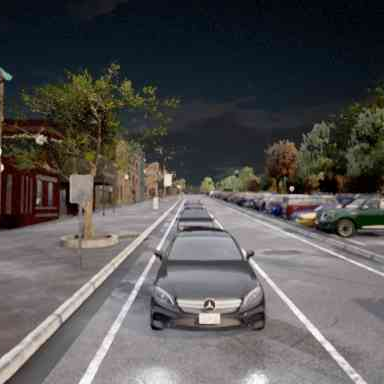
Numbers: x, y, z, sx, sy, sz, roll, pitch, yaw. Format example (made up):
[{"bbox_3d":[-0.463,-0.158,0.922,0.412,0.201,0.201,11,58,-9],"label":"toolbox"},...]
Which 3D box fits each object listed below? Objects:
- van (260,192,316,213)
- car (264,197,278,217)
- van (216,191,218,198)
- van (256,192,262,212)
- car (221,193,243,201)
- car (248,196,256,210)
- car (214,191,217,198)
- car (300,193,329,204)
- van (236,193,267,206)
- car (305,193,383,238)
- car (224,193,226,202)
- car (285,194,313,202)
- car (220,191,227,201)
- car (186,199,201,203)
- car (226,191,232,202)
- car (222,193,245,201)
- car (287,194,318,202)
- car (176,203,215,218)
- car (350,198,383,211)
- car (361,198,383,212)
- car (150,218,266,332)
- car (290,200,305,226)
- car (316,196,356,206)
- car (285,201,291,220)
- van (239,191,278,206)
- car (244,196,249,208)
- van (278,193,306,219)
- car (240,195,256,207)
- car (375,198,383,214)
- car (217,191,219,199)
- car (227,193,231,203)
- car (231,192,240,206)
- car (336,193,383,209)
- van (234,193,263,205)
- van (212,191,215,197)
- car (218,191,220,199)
[{"bbox_3d":[9.012,1.244,31.266,4.442,1.987,1.878,0,0,-1],"label":"van"},{"bbox_3d":[9.148,1.473,28.460,5.008,1.535,2.097,0,0,-1],"label":"car"},{"bbox_3d":[8.595,0.899,78.923,4.442,1.987,1.878,0,0,-1],"label":"van"},{"bbox_3d":[9.220,1.237,34.069,4.442,1.987,1.878,0,0,-1],"label":"van"},{"bbox_3d":[8.729,1.046,73.318,4.553,1.767,2.185,0,0,-1],"label":"car"},{"bbox_3d":[9.108,1.486,36.872,4.792,1.488,2.163,0,0,0],"label":"car"},{"bbox_3d":[8.681,1.100,81.728,5.008,1.535,2.097,0,0,-1],"label":"car"},{"bbox_3d":[21.989,1.162,59.872,4.553,1.767,2.185,0,0,0],"label":"car"},{"bbox_3d":[9.073,1.136,50.894,4.442,1.987,1.878,0,0,-1],"label":"van"},{"bbox_3d":[9.223,1.228,17.247,5.566,2.045,2.435,0,0,-1],"label":"car"},{"bbox_3d":[8.856,1.307,62.107,4.674,1.452,2.002,0,0,-1],"label":"car"},{"bbox_3d":[21.891,1.218,68.199,4.892,1.521,2.231,0,0,0],"label":"car"},{"bbox_3d":[8.805,0.992,64.908,5.566,2.045,2.435,0,0,-1],"label":"car"},{"bbox_3d":[0.149,1.446,32.997,2.128,1.511,4.902,0,0,0],"label":"car"},{"bbox_3d":[8.914,1.165,59.303,4.553,1.767,2.185,0,0,-1],"label":"car"},{"bbox_3d":[8.754,1.070,70.515,4.553,1.767,2.185,0,0,-1],"label":"car"},{"bbox_3d":[21.724,1.237,65.421,5.366,1.575,1.946,0,0,-1],"label":"car"},{"bbox_3d":[0.164,1.540,17.605,2.033,1.411,5.357,0,0,0],"label":"car"},{"bbox_3d":[22.157,1.470,40.443,4.792,1.488,2.163,0,0,0],"label":"car"},{"bbox_3d":[22.123,1.485,37.659,4.792,1.488,2.163,0,0,0],"label":"car"},{"bbox_3d":[0.240,1.527,7.027,1.812,1.442,4.674,0,0,0],"label":"car"},{"bbox_3d":[9.041,1.475,20.049,5.366,1.575,1.946,0,0,-1],"label":"car"},{"bbox_3d":[22.217,1.355,51.546,5.366,1.575,1.946,0,1,-1],"label":"car"},{"bbox_3d":[9.205,1.516,22.854,4.674,1.452,2.002,0,0,-1],"label":"car"},{"bbox_3d":[9.122,1.183,45.290,4.442,1.987,1.878,0,0,-1],"label":"van"},{"bbox_3d":[9.052,1.483,39.680,4.674,1.452,2.002,0,0,-1],"label":"car"},{"bbox_3d":[9.294,1.249,25.658,4.442,1.987,1.878,0,0,0],"label":"van"},{"bbox_3d":[9.036,1.427,42.483,4.892,1.521,2.231,0,0,-1],"label":"car"},{"bbox_3d":[22.361,1.459,34.889,5.366,1.575,1.946,0,0,0],"label":"car"},{"bbox_3d":[8.767,1.022,76.122,4.553,1.767,2.185,0,0,-1],"label":"car"},{"bbox_3d":[8.901,1.315,56.501,4.892,1.521,2.231,0,0,-1],"label":"car"},{"bbox_3d":[8.953,1.134,48.088,5.566,2.045,2.435,0,1,0],"label":"car"},{"bbox_3d":[22.075,1.172,43.215,5.566,2.045,2.435,0,0,0],"label":"car"},{"bbox_3d":[9.049,1.112,53.697,4.442,1.987,1.878,0,0,-1],"label":"van"},{"bbox_3d":[8.497,0.804,90.135,4.442,1.987,1.878,0,0,-1],"label":"van"},{"bbox_3d":[8.781,0.968,67.711,5.566,2.045,2.435,0,0,-1],"label":"car"}]
